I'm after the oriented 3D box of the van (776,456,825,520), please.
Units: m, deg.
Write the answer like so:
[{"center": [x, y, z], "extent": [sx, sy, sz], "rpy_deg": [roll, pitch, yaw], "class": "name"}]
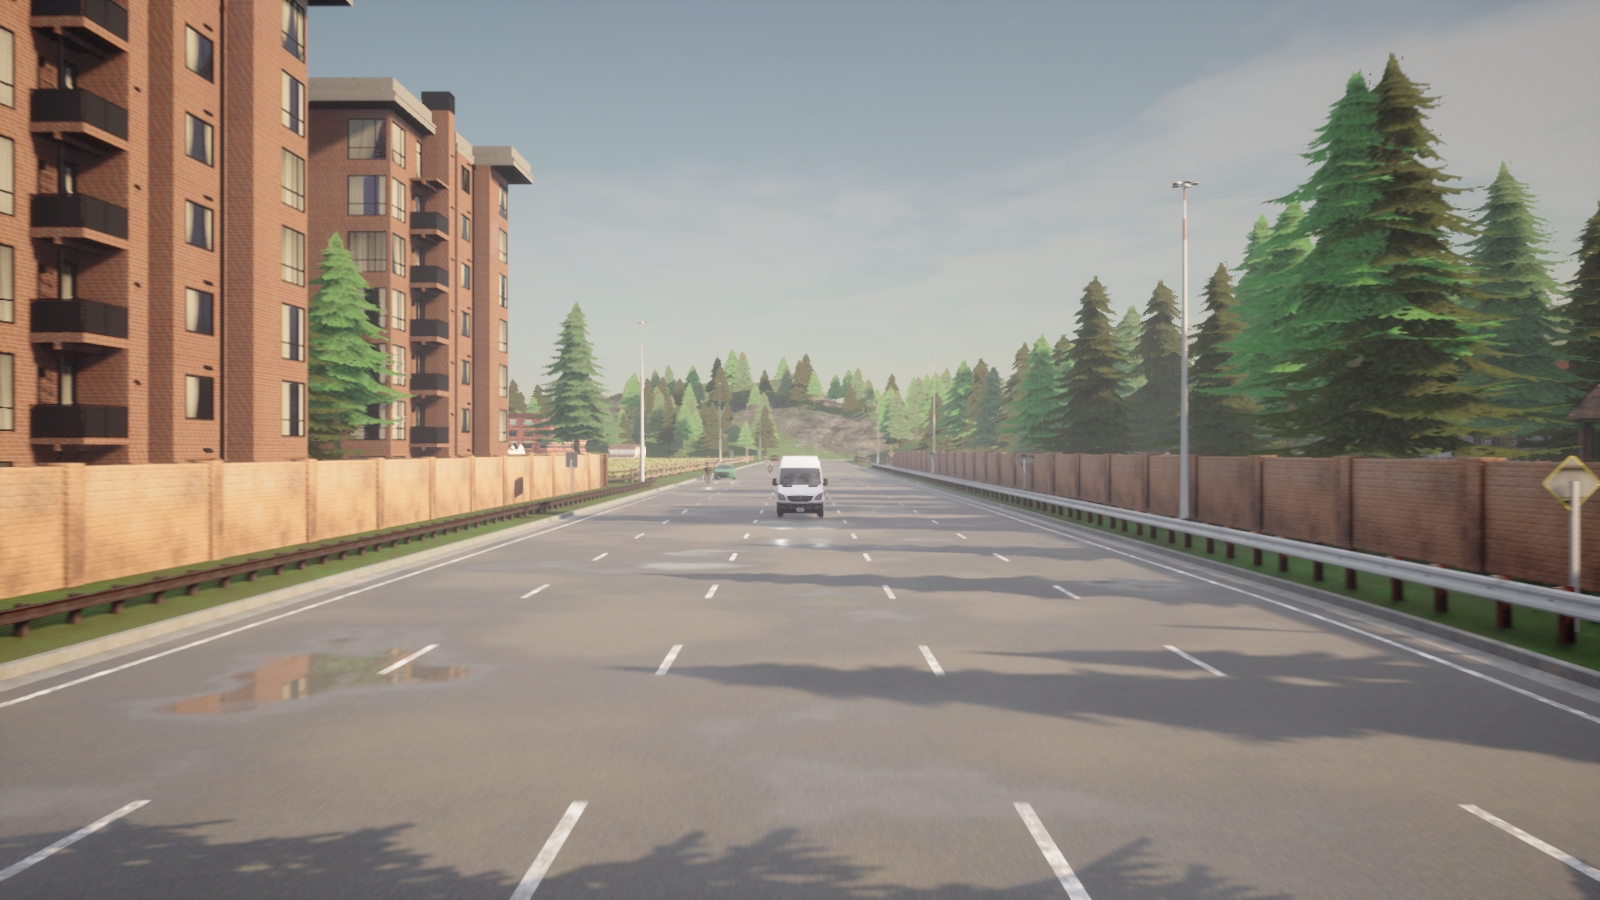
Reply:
[{"center": [0.011, 1.534, 48.997], "extent": [1.988, 2.561, 5.915], "rpy_deg": [0, 0, 0], "class": "van"}]
